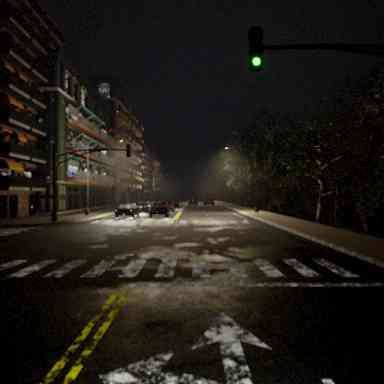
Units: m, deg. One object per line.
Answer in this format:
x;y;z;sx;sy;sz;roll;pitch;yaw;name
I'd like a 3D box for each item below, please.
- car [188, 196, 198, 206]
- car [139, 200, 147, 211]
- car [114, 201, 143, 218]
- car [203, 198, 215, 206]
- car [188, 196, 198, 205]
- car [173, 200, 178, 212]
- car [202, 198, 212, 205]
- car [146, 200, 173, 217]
0.259;2.032;65.795;2.128;1.511;4.902;0;-1;0;car
-6.496;1.844;43.566;2.128;1.511;4.902;0;-1;0;car
-6.525;1.873;33.928;1.895;1.301;4.718;0;0;0;car
3.408;2.042;65.380;1.837;1.490;4.892;0;0;0;car
0.184;1.853;75.887;2.150;2.045;5.566;0;-1;0;car
-3.243;1.880;43.914;1.812;1.442;4.674;0;-1;0;car
3.433;2.097;75.799;2.033;1.411;5.357;0;-1;0;car
-3.268;1.780;34.270;1.837;1.490;4.892;0;0;0;car
